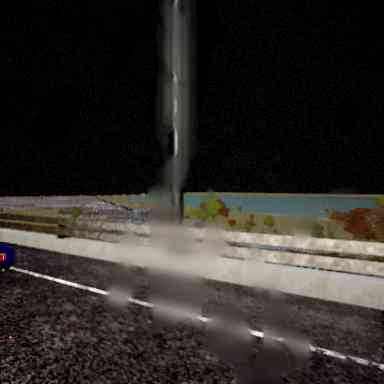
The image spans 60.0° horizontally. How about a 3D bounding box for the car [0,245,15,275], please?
[{"bbox_3d":[-6.798,1.615,8.907,4.718,1.301,1.895,0,0,36],"label":"car"}]
